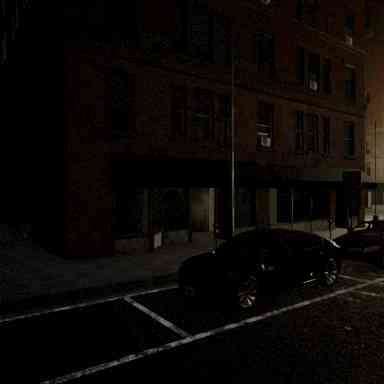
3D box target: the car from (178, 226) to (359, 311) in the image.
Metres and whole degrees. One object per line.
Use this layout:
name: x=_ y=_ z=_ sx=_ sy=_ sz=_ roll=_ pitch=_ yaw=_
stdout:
car: x=1.731 y=1.566 z=7.754 sx=4.313 sy=1.339 sz=1.947 roll=0 pitch=0 yaw=-35

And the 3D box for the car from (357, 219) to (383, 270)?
car: x=6.217 y=1.582 z=10.938 sx=4.206 sy=1.307 sz=1.802 roll=0 pitch=0 yaw=-35
